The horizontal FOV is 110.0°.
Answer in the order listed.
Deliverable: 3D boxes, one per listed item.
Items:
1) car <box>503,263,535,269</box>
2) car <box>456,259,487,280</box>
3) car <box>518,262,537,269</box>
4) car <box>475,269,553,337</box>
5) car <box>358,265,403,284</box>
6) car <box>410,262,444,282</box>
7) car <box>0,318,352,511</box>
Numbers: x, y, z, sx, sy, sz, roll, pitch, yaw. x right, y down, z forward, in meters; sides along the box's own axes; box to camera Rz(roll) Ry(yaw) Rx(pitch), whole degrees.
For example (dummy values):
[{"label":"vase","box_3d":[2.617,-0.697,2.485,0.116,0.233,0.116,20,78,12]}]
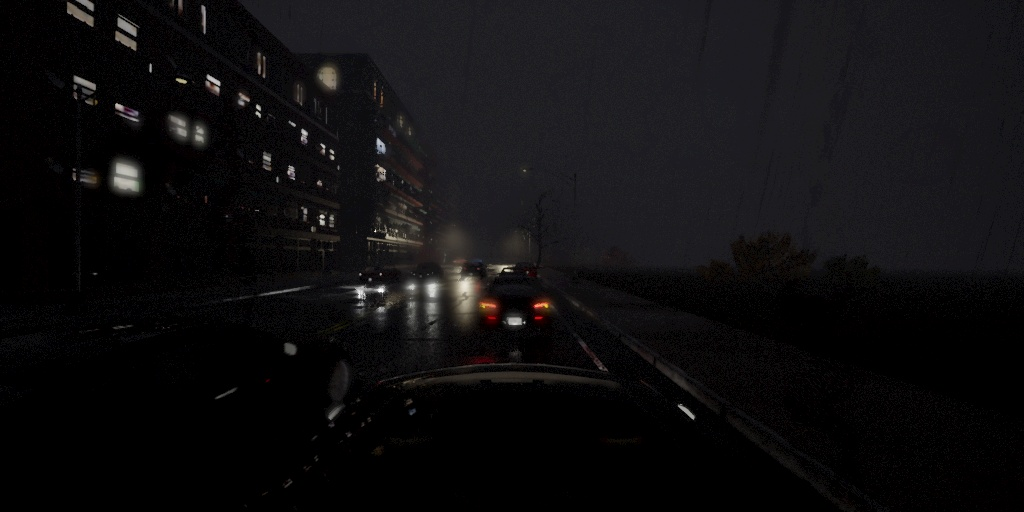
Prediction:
[{"label":"car","box_3d":[0.050,1.314,20.371,1.994,1.385,4.181,0,0,0]},{"label":"car","box_3d":[-3.229,1.241,30.931,2.128,1.511,4.902,0,0,0]},{"label":"car","box_3d":[1.061,1.228,29.899,1.882,1.535,5.008,0,0,0]},{"label":"car","box_3d":[0.069,1.276,10.203,1.812,1.442,4.674,0,0,0]},{"label":"car","box_3d":[-9.919,1.351,27.278,1.895,1.301,4.718,0,0,0]},{"label":"car","box_3d":[-6.675,1.254,28.581,1.837,1.490,4.892,0,0,0]},{"label":"car","box_3d":[-3.155,1.276,3.141,1.812,1.442,4.674,0,0,0]}]
